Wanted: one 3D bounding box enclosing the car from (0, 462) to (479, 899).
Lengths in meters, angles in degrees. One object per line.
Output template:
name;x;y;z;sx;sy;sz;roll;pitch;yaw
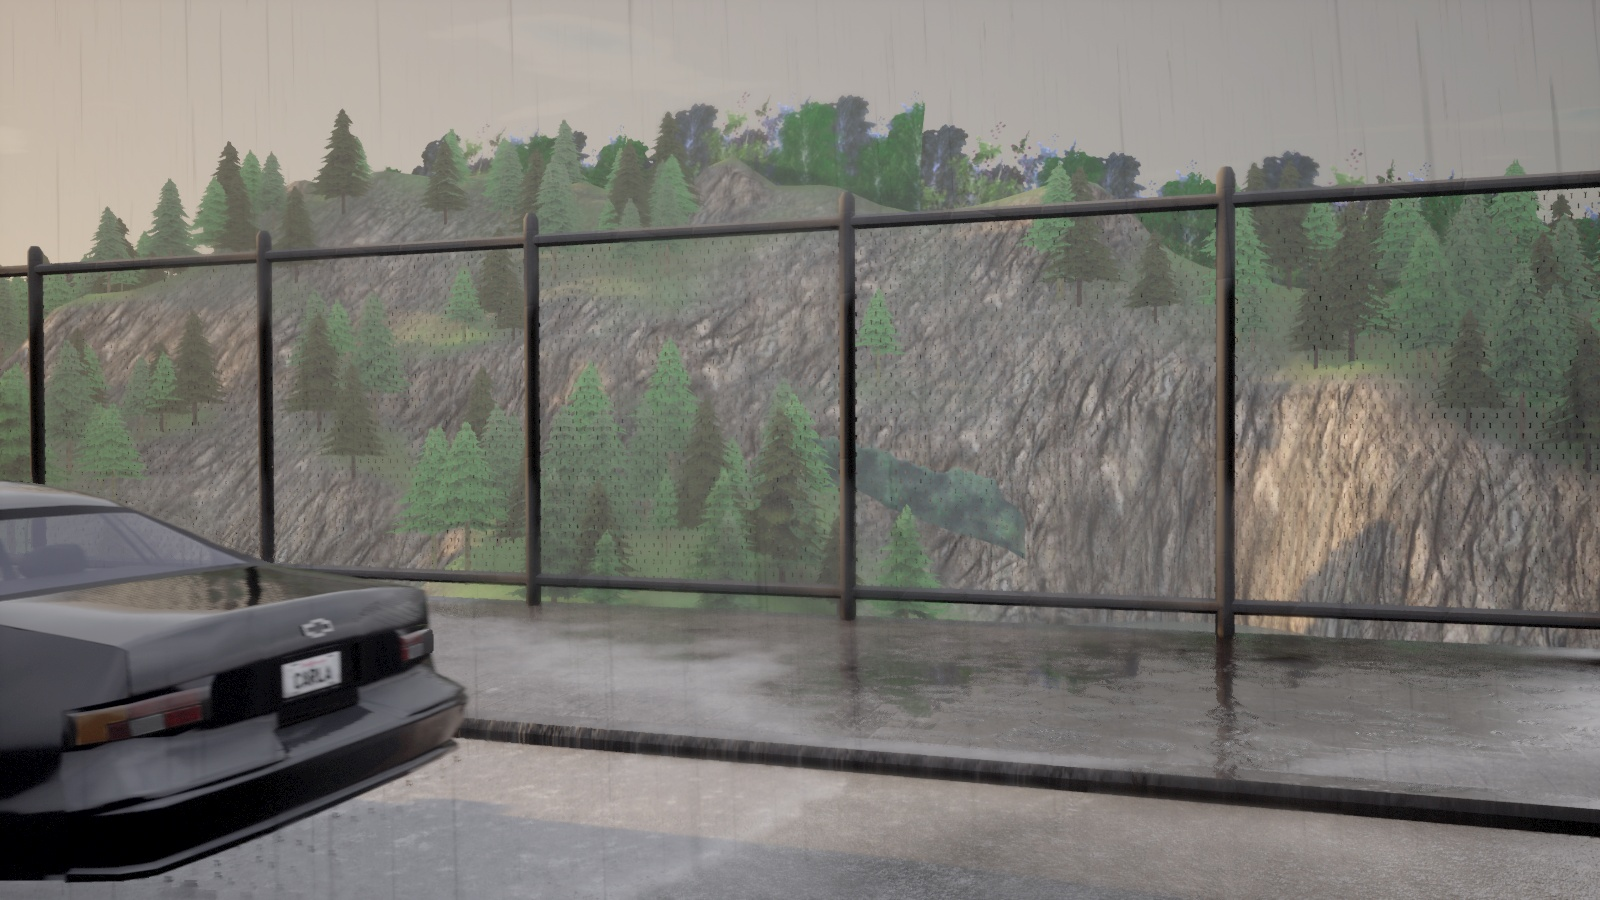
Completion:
car;-4.202;0.776;5.135;5.357;1.411;2.033;1;1;19
